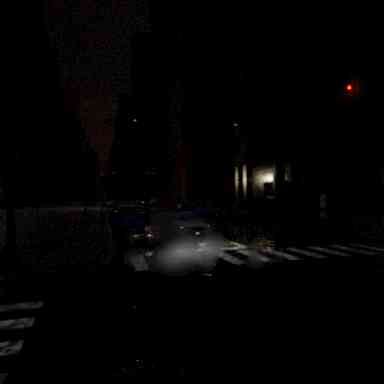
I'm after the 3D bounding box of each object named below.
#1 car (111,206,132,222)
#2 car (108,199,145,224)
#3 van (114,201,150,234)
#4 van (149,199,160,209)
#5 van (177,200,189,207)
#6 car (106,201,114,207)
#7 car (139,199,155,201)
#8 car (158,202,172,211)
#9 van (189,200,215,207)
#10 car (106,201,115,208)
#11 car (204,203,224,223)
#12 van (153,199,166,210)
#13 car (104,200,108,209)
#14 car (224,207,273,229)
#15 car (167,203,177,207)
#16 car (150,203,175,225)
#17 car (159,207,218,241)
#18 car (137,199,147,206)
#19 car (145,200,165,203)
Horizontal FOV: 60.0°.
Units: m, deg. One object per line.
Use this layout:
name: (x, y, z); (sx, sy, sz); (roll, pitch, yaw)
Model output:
car: (-6.965, 2.133, 32.747); (1.802, 1.307, 4.206); (-1, -1, -15)
car: (-5.487, 1.768, 27.271); (2.192, 1.841, 5.009); (-1, -1, -15)
van: (-4.006, 1.696, 21.791); (1.690, 1.788, 3.998); (-1, -1, -15)
van: (-7.624, 2.420, 67.858); (1.690, 1.788, 3.998); (-1, -1, -15)
van: (-0.220, 1.911, 40.457); (1.690, 1.788, 3.998); (-1, -1, -15)
car: (-20.292, 3.033, 82.067); (1.947, 1.339, 4.313); (-1, -1, -15)
car: (-8.182, 2.507, 59.339); (2.033, 1.411, 5.357); (-1, -1, -15)
car: (-4.659, 2.456, 56.894); (1.802, 1.307, 4.206); (-1, -1, -15)
van: (1.261, 1.811, 34.978); (1.690, 1.788, 3.998); (-1, -1, -15)
car: (-18.767, 2.887, 76.423); (1.752, 1.417, 4.829); (-1, -1, -15)
car: (2.745, 1.953, 29.494); (1.802, 1.307, 4.206); (-1, -1, -15)
van: (-6.144, 2.318, 62.378); (1.690, 1.788, 3.998); (-1, -1, -15)
car: (-15.850, 2.711, 65.627); (2.008, 1.369, 4.403); (-1, -1, -15)
car: (4.226, 1.824, 24.014); (2.008, 1.369, 4.403); (-1, -1, -15)
car: (-3.179, 2.354, 51.414); (1.802, 1.307, 4.206); (-1, -1, -15)
car: (-3.035, 1.961, 28.408); (1.812, 1.442, 4.674); (-1, -1, -15)
car: (-0.351, 1.784, 18.512); (1.812, 1.442, 4.674); (-1, -1, -16)
car: (-13.548, 2.803, 89.778); (2.192, 1.841, 5.009); (-1, -1, -15)
car: (-5.460, 2.301, 49.460); (1.812, 1.442, 4.674); (-1, -1, -15)
